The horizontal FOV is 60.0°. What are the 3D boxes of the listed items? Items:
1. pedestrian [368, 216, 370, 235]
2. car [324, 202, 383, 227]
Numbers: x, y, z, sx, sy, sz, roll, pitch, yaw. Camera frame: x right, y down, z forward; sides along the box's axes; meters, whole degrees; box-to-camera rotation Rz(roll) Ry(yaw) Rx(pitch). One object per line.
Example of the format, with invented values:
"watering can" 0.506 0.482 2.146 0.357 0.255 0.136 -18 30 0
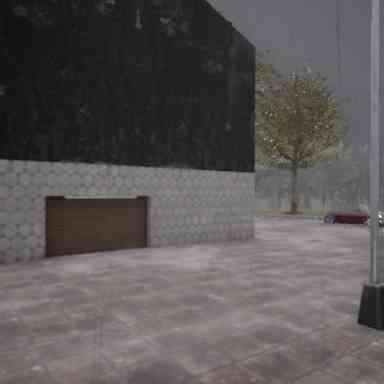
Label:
"pedestrian" 9.594 1.733 17.841 0.500 1.100 0.500 0 0 -35
"car" 12.353 1.666 24.811 2.097 1.767 4.553 0 -1 -35
